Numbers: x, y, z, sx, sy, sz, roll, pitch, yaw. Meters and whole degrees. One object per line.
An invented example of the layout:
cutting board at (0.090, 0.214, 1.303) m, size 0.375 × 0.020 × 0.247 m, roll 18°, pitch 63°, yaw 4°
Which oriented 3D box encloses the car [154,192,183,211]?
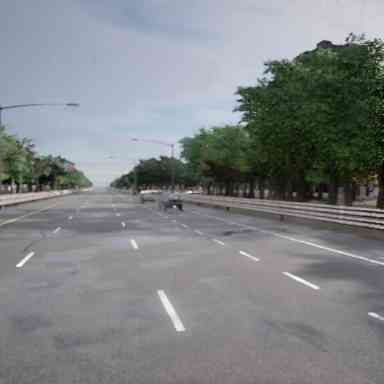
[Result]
car at (-2.239, 1.089, 33.409) m, size 1.837 × 1.490 × 4.892 m, roll 0°, pitch 1°, yaw -15°

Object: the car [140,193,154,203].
car at (-6.789, 0.889, 50.450) m, size 2.033 × 1.411 × 5.357 m, roll 0°, pitch 1°, yaw -15°
